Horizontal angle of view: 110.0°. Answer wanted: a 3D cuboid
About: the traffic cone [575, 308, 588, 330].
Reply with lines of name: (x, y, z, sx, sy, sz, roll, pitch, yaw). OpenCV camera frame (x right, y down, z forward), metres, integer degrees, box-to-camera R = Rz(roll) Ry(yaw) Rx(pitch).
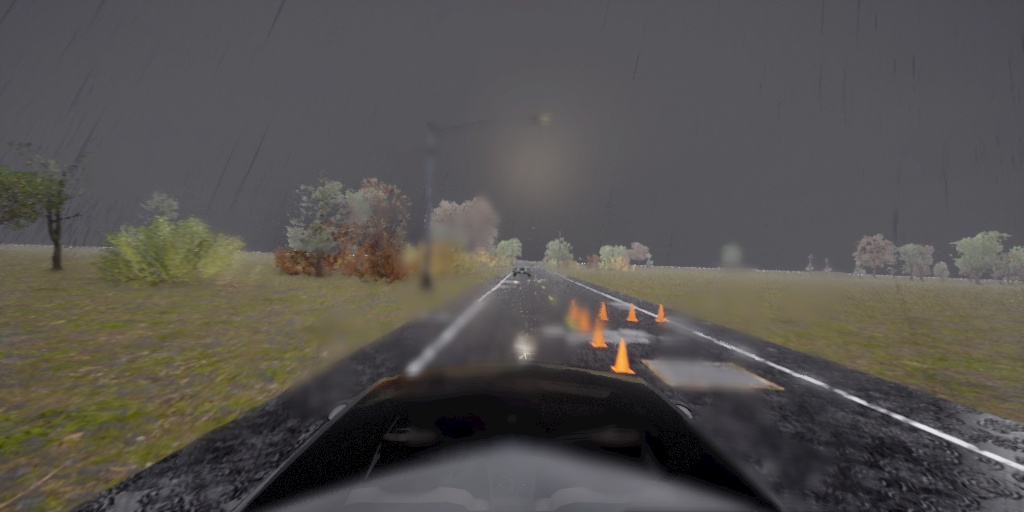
traffic cone: (2.140, 1.872, 10.609, 0.340, 0.580, 0.340, 0, 0, 2)

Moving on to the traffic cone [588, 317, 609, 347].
traffic cone: (2.084, 1.846, 8.611, 0.340, 0.580, 0.340, 0, 0, 2)

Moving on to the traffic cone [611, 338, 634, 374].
traffic cone: (2.027, 1.819, 6.611, 0.340, 0.580, 0.340, 0, 0, 2)

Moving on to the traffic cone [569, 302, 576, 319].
traffic cone: (2.196, 1.898, 12.609, 0.340, 0.580, 0.340, 0, 0, 2)

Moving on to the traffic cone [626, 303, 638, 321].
traffic cone: (4.194, 1.950, 12.552, 0.340, 0.580, 0.340, 0, 0, 2)

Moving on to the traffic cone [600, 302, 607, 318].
traffic cone: (3.196, 1.924, 12.581, 0.340, 0.580, 0.340, 0, 0, 2)

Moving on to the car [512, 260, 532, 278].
car: (1.266, 1.536, 44.324, 2.150, 2.045, 5.566, 1, -1, 2)

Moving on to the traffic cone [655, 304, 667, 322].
traffic cone: (5.193, 1.976, 12.523, 0.340, 0.580, 0.340, 0, 0, 2)
